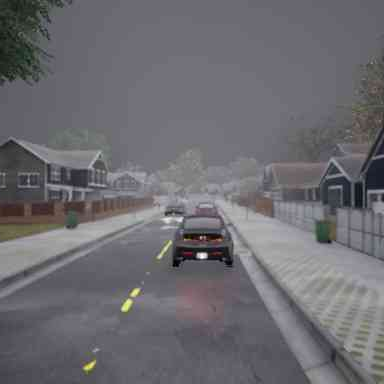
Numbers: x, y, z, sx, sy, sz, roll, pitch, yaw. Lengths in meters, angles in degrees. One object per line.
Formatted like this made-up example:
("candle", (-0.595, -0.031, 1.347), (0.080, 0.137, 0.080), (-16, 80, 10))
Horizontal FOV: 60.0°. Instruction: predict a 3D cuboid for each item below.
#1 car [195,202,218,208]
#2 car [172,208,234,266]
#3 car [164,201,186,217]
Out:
("car", (1.187, 1.562, 27.719), (1.812, 1.442, 4.674), (0, 0, 3))
("car", (0.387, 1.511, 11.575), (1.837, 1.490, 4.892), (0, 0, 2))
("car", (-1.510, 1.594, 32.271), (2.033, 1.411, 5.357), (0, 0, 3))
